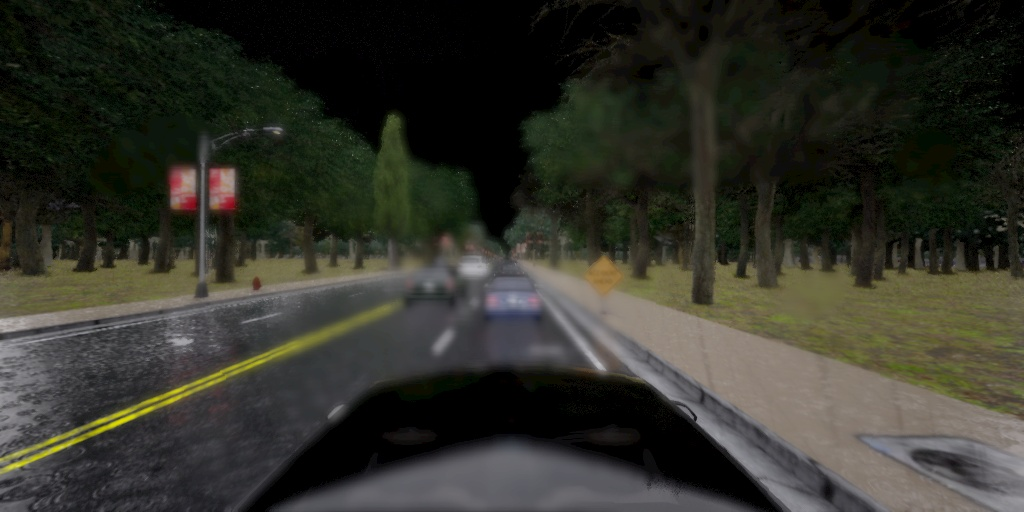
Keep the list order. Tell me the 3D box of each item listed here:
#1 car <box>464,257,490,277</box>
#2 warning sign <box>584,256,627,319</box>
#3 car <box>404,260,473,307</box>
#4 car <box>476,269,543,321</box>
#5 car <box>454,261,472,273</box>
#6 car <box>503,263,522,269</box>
[{"bbox_3d":[-3.202,1.112,31.663,2.150,2.045,5.566,0,0,0],"label":"car"},{"bbox_3d":[2.848,0.918,10.949,1.300,1.860,1.060,0,0,0],"label":"warning sign"},{"bbox_3d":[-3.178,1.181,15.978,2.097,1.767,4.553,0,0,0],"label":"car"},{"bbox_3d":[0.061,1.360,12.716,2.033,1.411,5.357,0,0,0],"label":"car"},{"bbox_3d":[-6.684,1.429,49.334,1.837,1.490,4.892,0,0,0],"label":"car"},{"bbox_3d":[0.046,1.490,30.901,1.895,1.301,4.718,0,0,0],"label":"car"}]
